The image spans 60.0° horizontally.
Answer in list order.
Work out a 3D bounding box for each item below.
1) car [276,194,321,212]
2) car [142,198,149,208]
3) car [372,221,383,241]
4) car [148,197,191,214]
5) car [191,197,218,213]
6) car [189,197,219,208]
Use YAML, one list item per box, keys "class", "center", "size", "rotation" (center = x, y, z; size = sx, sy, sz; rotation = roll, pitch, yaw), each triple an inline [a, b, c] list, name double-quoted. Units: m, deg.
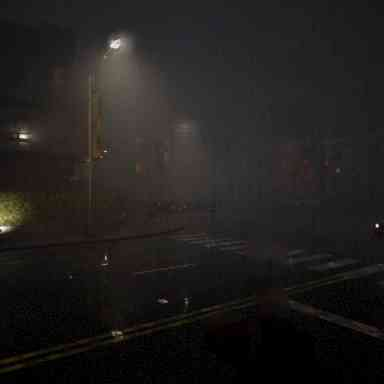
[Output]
- class: "car"
  center: [12.628, 1.220, 39.676]
  size: [2.150, 2.045, 5.566]
  rotation: [0, 0, -34]
- class: "car"
  center: [-5.130, 1.491, 45.096]
  size: [2.128, 1.511, 4.902]
  rotation: [0, 0, -34]
- class: "car"
  center: [10.510, 1.600, 15.646]
  size: [4.718, 1.301, 1.895]
  rotation: [0, 0, -35]
- class: "car"
  center: [-2.414, 1.525, 34.972]
  size: [1.812, 1.442, 4.674]
  rotation: [0, 0, -35]
- class: "car"
  center: [0.670, 1.564, 36.667]
  size: [1.994, 1.385, 4.181]
  rotation: [0, 0, -35]
- class: "car"
  center: [1.744, 1.477, 49.483]
  size: [1.882, 1.535, 5.008]
  rotation: [0, 0, -35]
